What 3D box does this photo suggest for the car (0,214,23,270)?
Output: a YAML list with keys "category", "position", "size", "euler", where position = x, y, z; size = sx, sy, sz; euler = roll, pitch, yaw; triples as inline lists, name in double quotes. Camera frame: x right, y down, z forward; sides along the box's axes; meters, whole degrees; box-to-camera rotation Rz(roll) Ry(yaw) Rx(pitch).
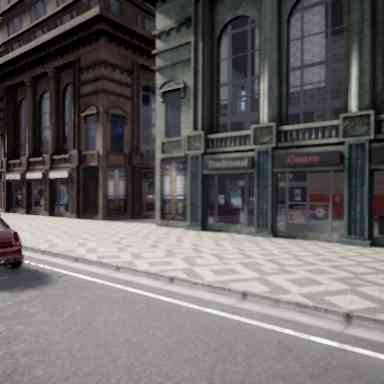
- category: "car"
  position: [-6.955, 1.323, 9.790]
  size: [4.553, 1.767, 2.097]
  euler: [0, 0, 38]
